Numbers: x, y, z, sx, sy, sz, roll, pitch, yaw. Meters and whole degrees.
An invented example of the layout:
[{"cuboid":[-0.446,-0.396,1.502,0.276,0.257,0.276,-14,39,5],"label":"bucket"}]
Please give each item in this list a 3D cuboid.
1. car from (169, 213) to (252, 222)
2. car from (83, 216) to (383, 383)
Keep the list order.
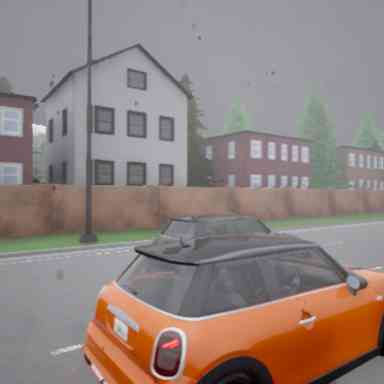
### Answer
[{"cuboid":[1.136,1.375,8.858,4.553,1.767,2.097,0,0,-35],"label":"car"},{"cuboid":[1.035,1.365,4.486,4.553,1.767,2.097,0,0,-35],"label":"car"}]
